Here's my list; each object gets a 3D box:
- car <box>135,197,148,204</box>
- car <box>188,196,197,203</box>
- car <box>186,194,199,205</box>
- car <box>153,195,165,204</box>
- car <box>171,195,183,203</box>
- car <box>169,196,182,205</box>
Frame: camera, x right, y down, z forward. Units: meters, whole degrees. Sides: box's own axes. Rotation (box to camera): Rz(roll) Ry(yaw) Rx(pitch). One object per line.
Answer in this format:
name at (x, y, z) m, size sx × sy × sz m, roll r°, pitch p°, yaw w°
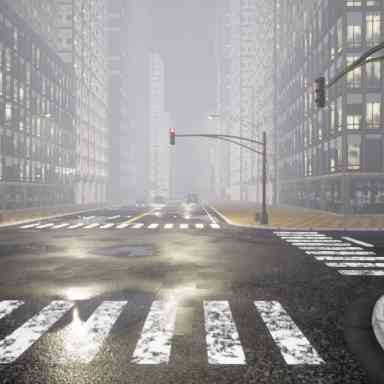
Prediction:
car at (-9.628, 1.663, 64.384) m, size 2.033 × 1.411 × 5.357 m, roll 0°, pitch 0°, yaw 0°
car at (0.134, 1.540, 70.616) m, size 1.994 × 1.385 × 4.181 m, roll 0°, pitch 0°, yaw 0°
car at (0.115, 1.322, 60.229) m, size 2.150 × 2.045 × 5.566 m, roll 0°, pitch 0°, yaw 0°
car at (-6.378, 1.468, 64.409) m, size 2.097 × 1.767 × 4.553 m, roll 0°, pitch 0°, yaw 0°
car at (-3.117, 1.495, 70.205) m, size 2.128 × 1.511 × 4.902 m, roll 0°, pitch 0°, yaw 0°
car at (-3.136, 1.702, 60.233) m, size 1.895 × 1.301 × 4.718 m, roll 0°, pitch 0°, yaw 0°
